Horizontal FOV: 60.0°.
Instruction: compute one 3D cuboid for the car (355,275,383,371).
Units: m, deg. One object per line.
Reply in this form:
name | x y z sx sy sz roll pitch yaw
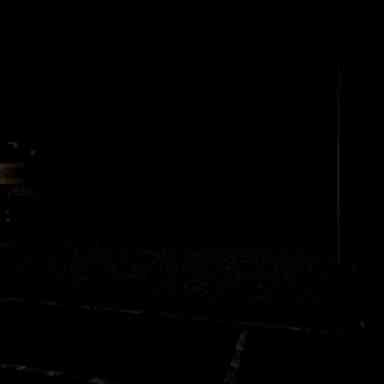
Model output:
car | 4.694 1.459 3.781 5.009 1.841 2.192 0 -2 15
